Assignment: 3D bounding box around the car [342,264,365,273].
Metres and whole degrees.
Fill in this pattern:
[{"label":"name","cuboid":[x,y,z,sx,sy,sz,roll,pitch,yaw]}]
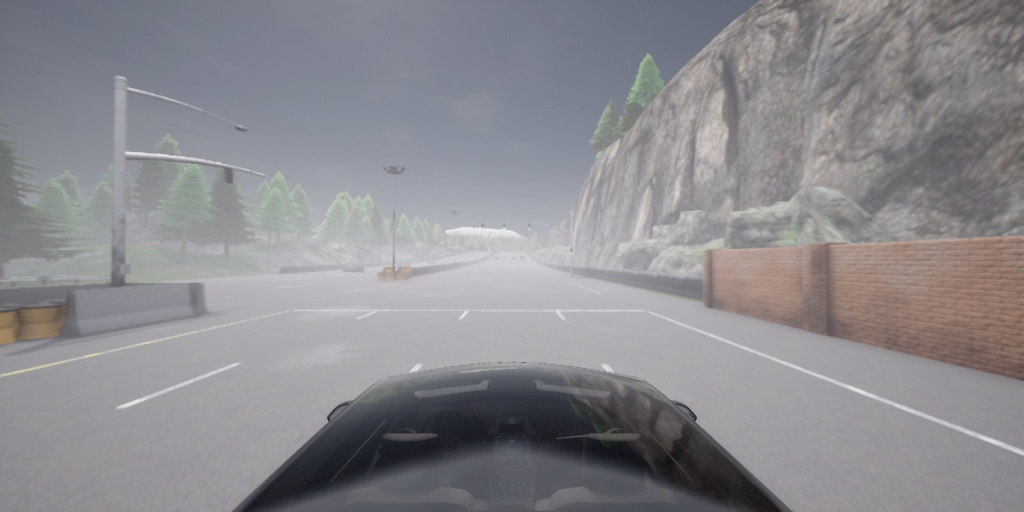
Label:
[{"label":"car","cuboid":[-24.461,1.931,55.523,1.812,1.442,4.674,0,1,0]}]
